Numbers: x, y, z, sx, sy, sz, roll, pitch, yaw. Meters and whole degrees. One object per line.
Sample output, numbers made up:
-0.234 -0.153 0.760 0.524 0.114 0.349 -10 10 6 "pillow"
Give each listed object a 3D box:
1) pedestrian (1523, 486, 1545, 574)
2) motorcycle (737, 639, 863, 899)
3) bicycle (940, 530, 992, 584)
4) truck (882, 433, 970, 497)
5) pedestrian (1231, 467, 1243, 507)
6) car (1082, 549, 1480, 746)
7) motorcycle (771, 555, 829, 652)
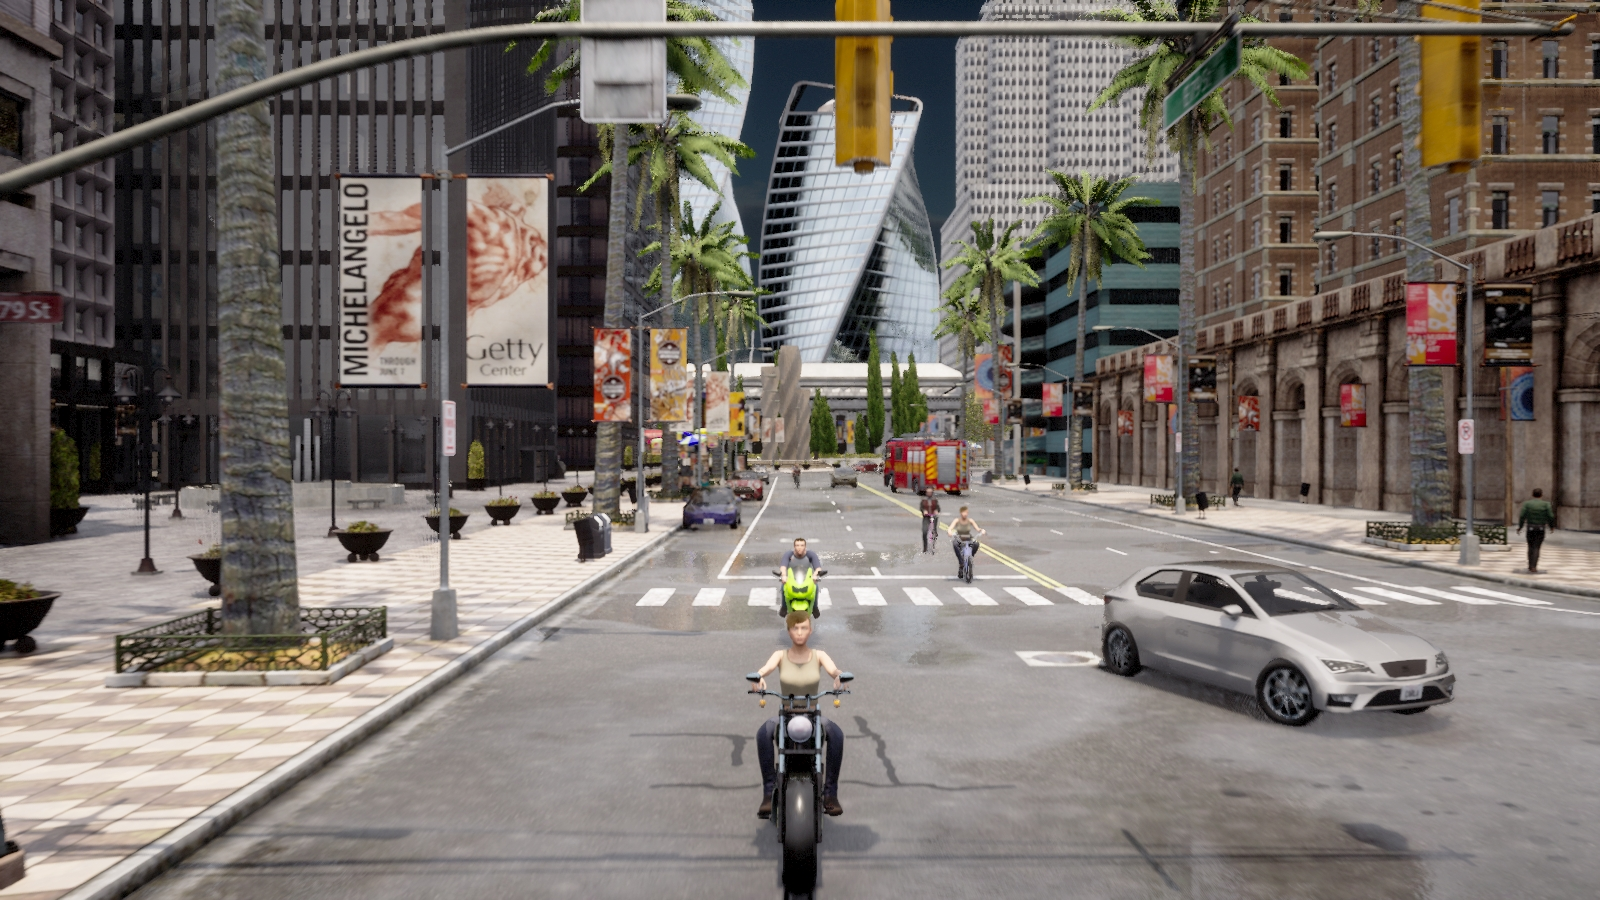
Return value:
15.685 1.697 24.412 0.375 1.860 0.375 0 0 36 "pedestrian"
0.001 2.170 8.086 0.764 1.277 2.356 0 0 0 "motorcycle"
3.510 2.255 24.287 0.859 1.080 1.487 0 -2 -1 "bicycle"
7.852 0.893 72.585 2.891 3.827 8.468 0 0 -13 "truck"
20.239 1.699 52.918 0.375 1.860 0.375 0 0 0 "pedestrian"
5.233 2.066 13.103 1.816 1.474 4.193 0 0 -21 "car"
0.001 2.213 16.793 0.803 1.145 2.033 0 0 0 "motorcycle"
